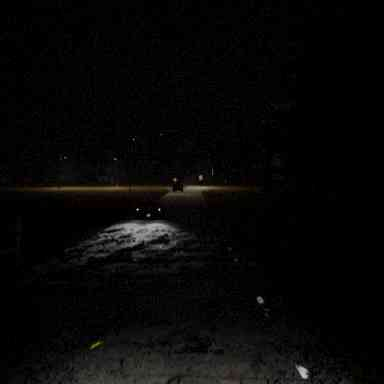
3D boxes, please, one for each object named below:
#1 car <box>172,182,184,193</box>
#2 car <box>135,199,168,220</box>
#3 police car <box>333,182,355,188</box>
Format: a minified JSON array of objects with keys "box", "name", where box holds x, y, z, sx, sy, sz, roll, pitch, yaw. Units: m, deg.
[{"box":[-2.730,-0.908,65.599,2.150,2.045,5.566,0,3,0],"name":"car"},{"box":[-2.840,1.169,23.967,1.895,1.301,4.718,0,2,0],"name":"car"},{"box":[39.030,-1.801,85.391,5.238,1.638,1.930,0,1,0],"name":"police car"}]
